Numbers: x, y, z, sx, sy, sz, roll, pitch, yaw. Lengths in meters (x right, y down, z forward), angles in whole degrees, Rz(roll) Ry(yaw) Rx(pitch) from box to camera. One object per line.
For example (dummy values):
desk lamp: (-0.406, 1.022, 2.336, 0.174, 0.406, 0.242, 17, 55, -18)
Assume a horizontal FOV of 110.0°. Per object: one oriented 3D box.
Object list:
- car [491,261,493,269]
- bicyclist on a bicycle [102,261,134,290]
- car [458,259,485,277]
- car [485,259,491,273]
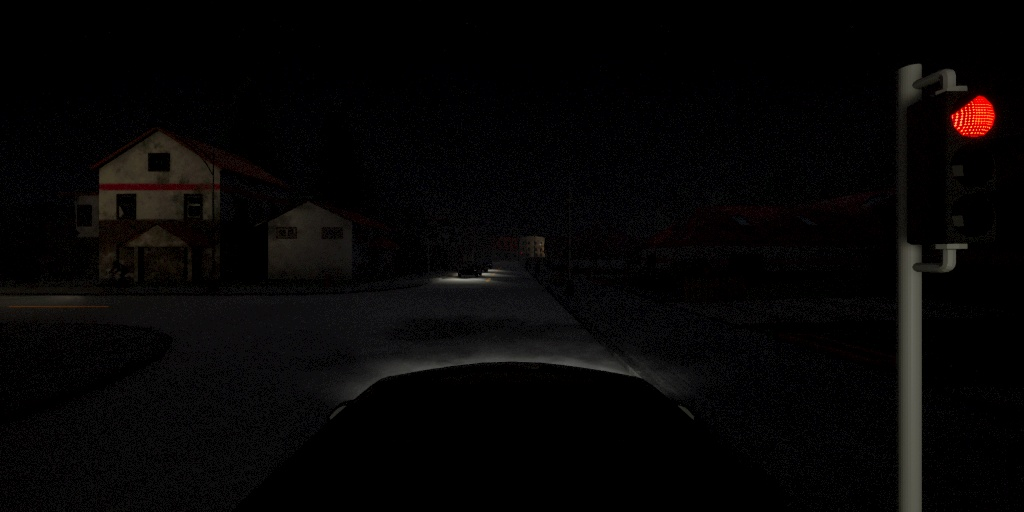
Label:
car: (-4.027, 1.227, 55.431, 1.882, 1.535, 5.008, 0, 0, 0)
bicyclist on a bicycle: (-22.523, 1.099, 20.511, 0.582, 1.620, 1.656, 0, 0, 0)
car: (-4.085, 1.228, 35.278, 1.882, 1.535, 5.008, 0, 0, 2)
car: (-4.055, 1.228, 44.932, 1.882, 1.535, 5.008, 0, 0, 0)
